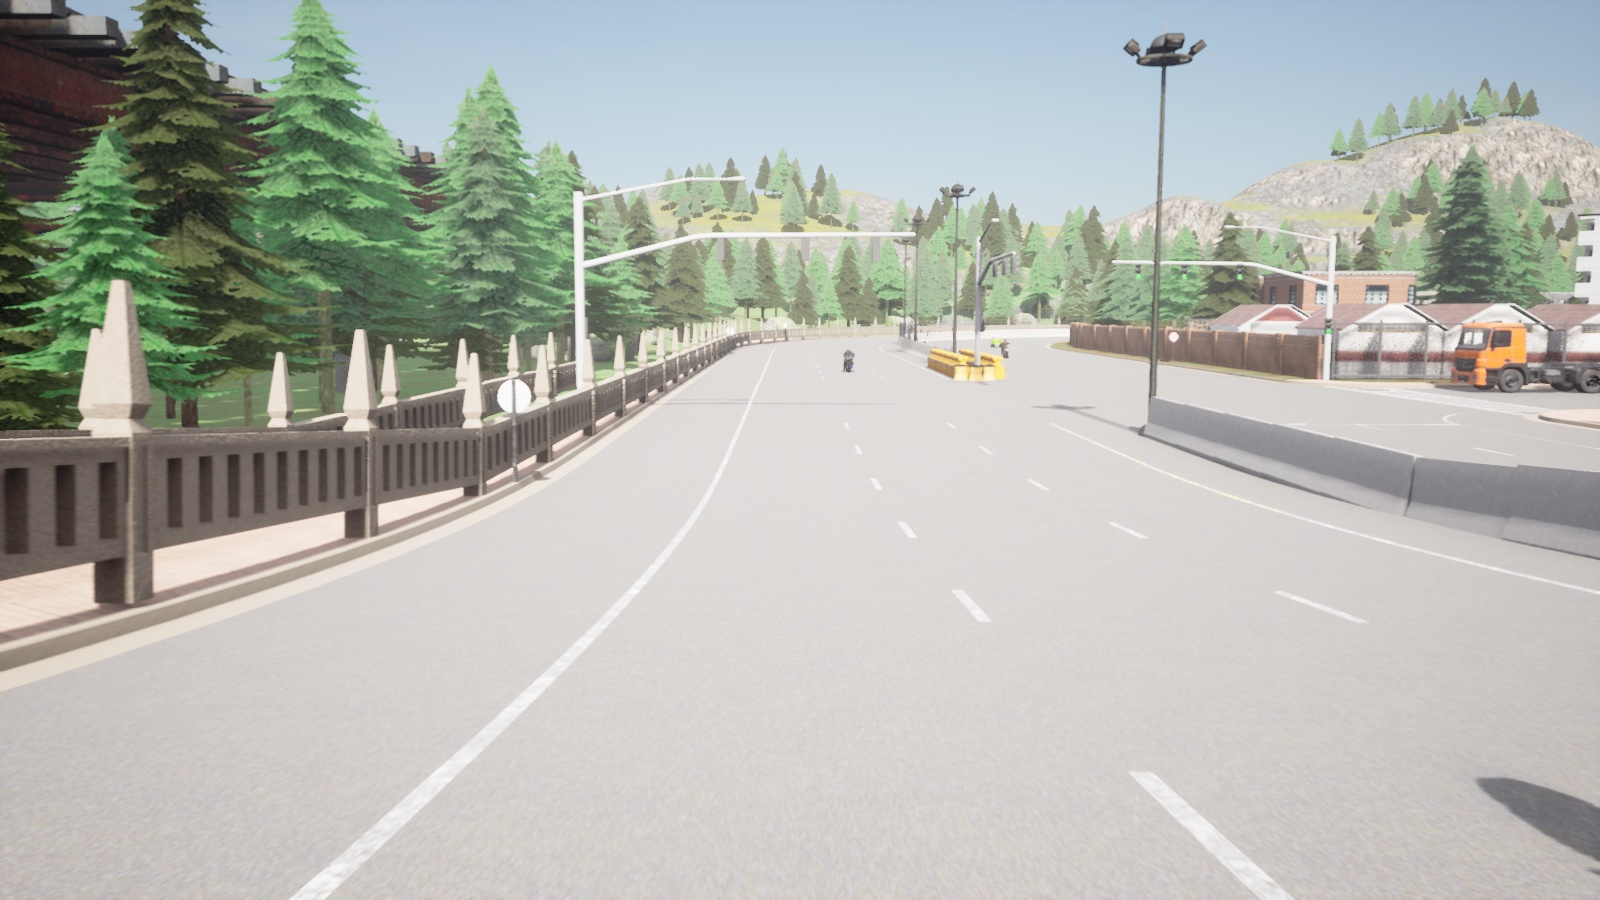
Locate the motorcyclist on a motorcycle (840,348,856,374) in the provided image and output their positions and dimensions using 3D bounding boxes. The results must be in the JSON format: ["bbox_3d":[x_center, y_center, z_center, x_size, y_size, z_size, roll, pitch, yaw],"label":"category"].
[{"bbox_3d":[2.972,-5.573,78.191,0.866,1.530,2.191,0,6,0],"label":"motorcyclist on a motorcycle"}]

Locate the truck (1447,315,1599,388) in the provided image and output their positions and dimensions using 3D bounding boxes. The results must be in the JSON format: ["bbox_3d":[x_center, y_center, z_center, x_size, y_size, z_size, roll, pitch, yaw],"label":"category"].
[{"bbox_3d":[36.363,-4.843,61.255,7.936,3.462,2.891,0,6,1],"label":"truck"}]
